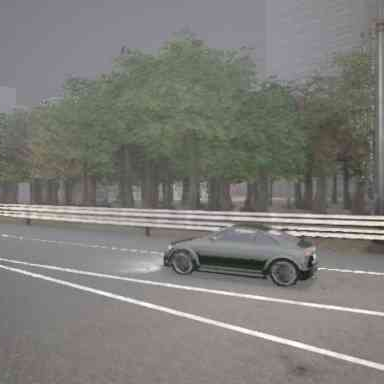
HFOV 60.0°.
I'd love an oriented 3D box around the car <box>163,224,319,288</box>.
[{"bbox_3d":[1.292,1.588,9.277,4.181,1.385,1.994,0,0,26],"label":"car"}]
